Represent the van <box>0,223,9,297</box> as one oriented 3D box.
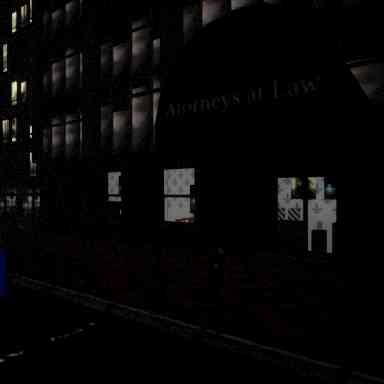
[{"bbox_3d":[-5.345,1.341,6.686,3.998,1.788,1.690,0,0,35],"label":"van"}]
